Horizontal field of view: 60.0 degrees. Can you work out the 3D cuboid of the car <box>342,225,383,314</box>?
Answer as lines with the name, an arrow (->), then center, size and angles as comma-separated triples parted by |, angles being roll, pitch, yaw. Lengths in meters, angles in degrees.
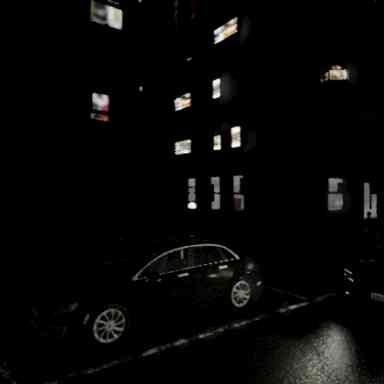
car -> 5.131, 1.487, 6.948 | 5.008, 1.535, 1.882 | 0, 0, -35

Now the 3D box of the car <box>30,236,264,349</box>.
car -> -0.564, 1.554, 6.167 | 4.403, 1.369, 2.008 | 0, 0, -36
